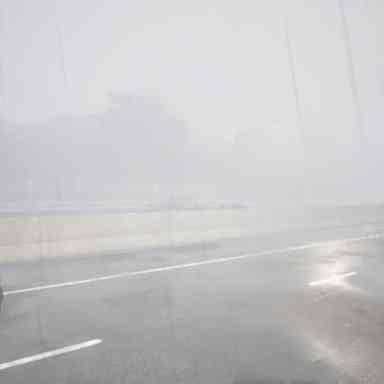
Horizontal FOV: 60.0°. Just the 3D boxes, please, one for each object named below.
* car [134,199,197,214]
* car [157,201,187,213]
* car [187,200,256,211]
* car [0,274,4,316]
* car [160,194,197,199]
[{"bbox_3d":[-2.223,1.556,28.198,5.357,1.411,2.033,0,0,-35],"label":"car"},{"bbox_3d":[0.038,1.610,25.509,4.718,1.301,1.895,0,0,-35],"label":"car"},{"bbox_3d":[2.427,1.500,22.912,4.902,1.511,2.128,0,0,-35],"label":"car"},{"bbox_3d":[-5.334,1.477,4.364,5.008,1.535,1.882,0,0,-36],"label":"car"},{"bbox_3d":[-1.902,1.235,32.710,5.566,2.045,2.150,0,0,-35],"label":"car"}]
